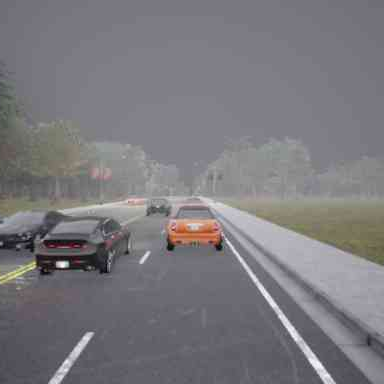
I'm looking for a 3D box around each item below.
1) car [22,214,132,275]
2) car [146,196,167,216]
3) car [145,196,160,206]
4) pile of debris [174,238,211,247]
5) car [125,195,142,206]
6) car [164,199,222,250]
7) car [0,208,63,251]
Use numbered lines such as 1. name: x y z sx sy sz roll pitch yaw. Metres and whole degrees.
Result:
1. car: -3.146 1.511 10.499 1.837 1.490 4.892 0 0 0
2. car: -3.134 1.363 32.498 2.097 1.767 4.553 0 0 0
3. car: -6.520 1.521 55.401 1.837 1.490 4.892 0 0 1
4. pile of debris: 0.007 2.183 14.461 1.500 0.140 1.860 0 0 0
5. car: -9.770 1.367 55.495 2.097 1.767 4.553 0 0 1
6. car: 0.106 1.360 14.547 2.097 1.767 4.553 0 0 0
7. car: -6.593 1.484 13.894 1.882 1.535 5.008 0 0 0
